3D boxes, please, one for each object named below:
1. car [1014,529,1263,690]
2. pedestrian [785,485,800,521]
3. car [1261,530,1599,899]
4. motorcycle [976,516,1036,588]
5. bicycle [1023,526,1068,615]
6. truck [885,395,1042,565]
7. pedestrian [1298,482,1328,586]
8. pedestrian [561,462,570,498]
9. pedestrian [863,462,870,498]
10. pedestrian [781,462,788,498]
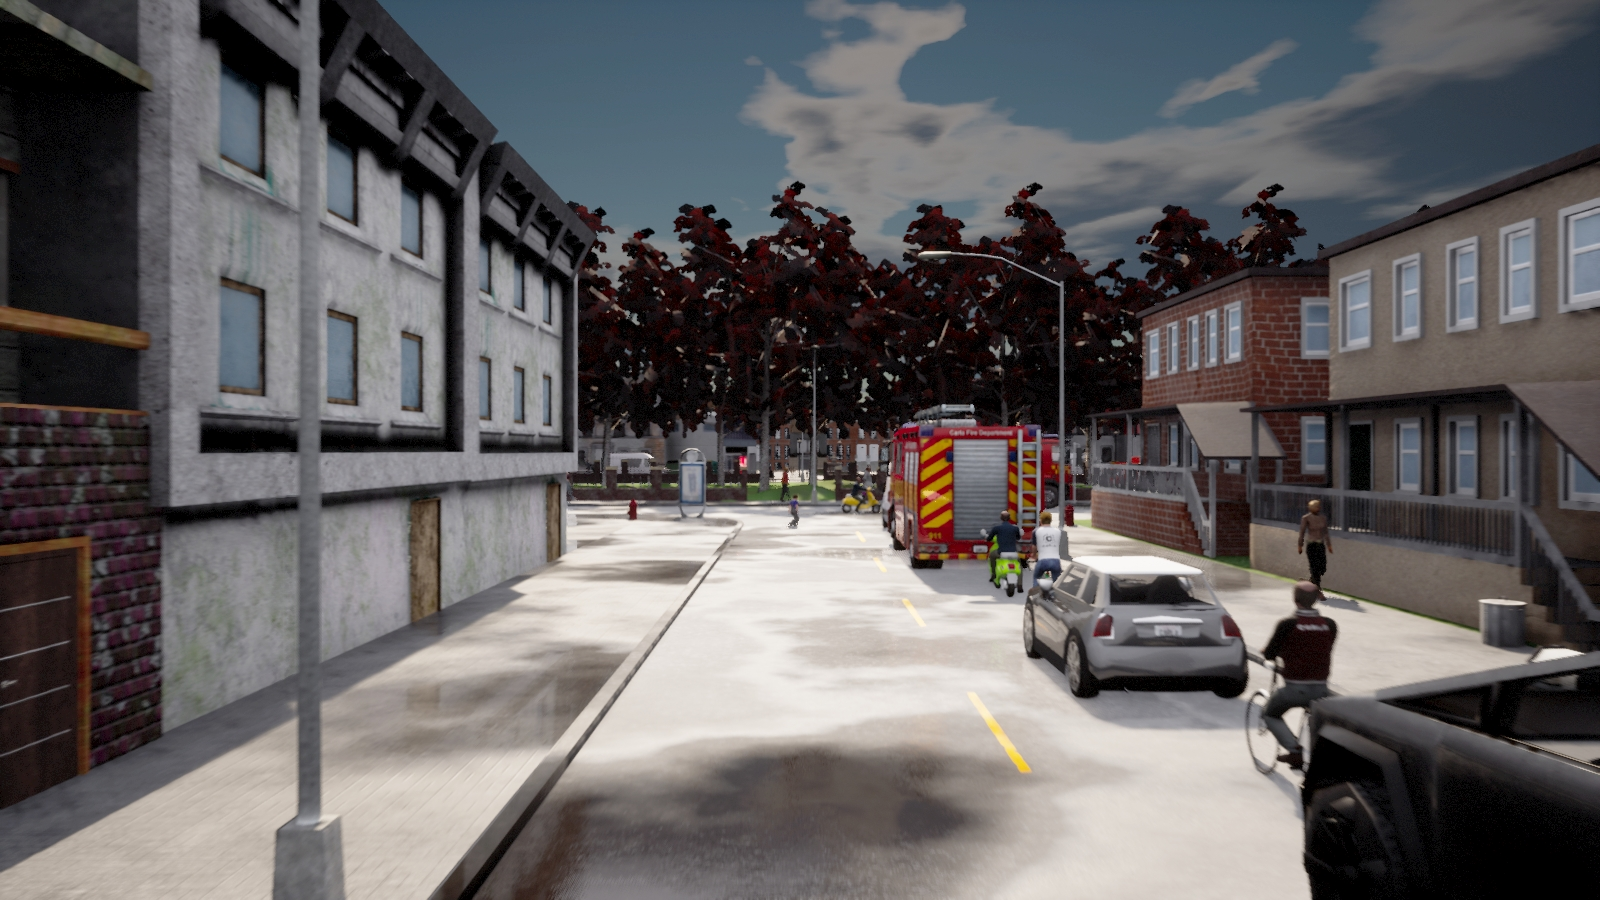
[{"bbox_3d":[3.998,1.845,14.201,1.970,1.475,3.806,0,0,0],"label":"car"},{"bbox_3d":[-0.262,1.908,41.259,0.375,1.300,0.375,0,0,-38],"label":"pedestrian"},{"bbox_3d":[3.999,1.534,3.806,2.390,2.098,6.274,0,0,0],"label":"car"},{"bbox_3d":[3.996,1.962,22.320,0.856,1.236,1.805,0,0,0],"label":"motorcycle"},{"bbox_3d":[3.996,1.936,18.666,0.373,1.296,1.643,0,0,0],"label":"bicycle"},{"bbox_3d":[3.987,0.671,29.865,2.891,3.827,8.468,0,0,0],"label":"truck"},{"bbox_3d":[9.339,1.524,20.801,0.375,1.860,0.375,0,0,-1],"label":"pedestrian"},{"bbox_3d":[-12.059,1.525,58.796,0.375,1.860,0.375,0,0,7],"label":"pedestrian"},{"bbox_3d":[3.387,1.523,58.153,0.375,1.860,0.375,0,0,1],"label":"pedestrian"},{"bbox_3d":[-0.797,1.523,58.468,0.375,1.860,0.375,0,0,-3],"label":"pedestrian"}]
